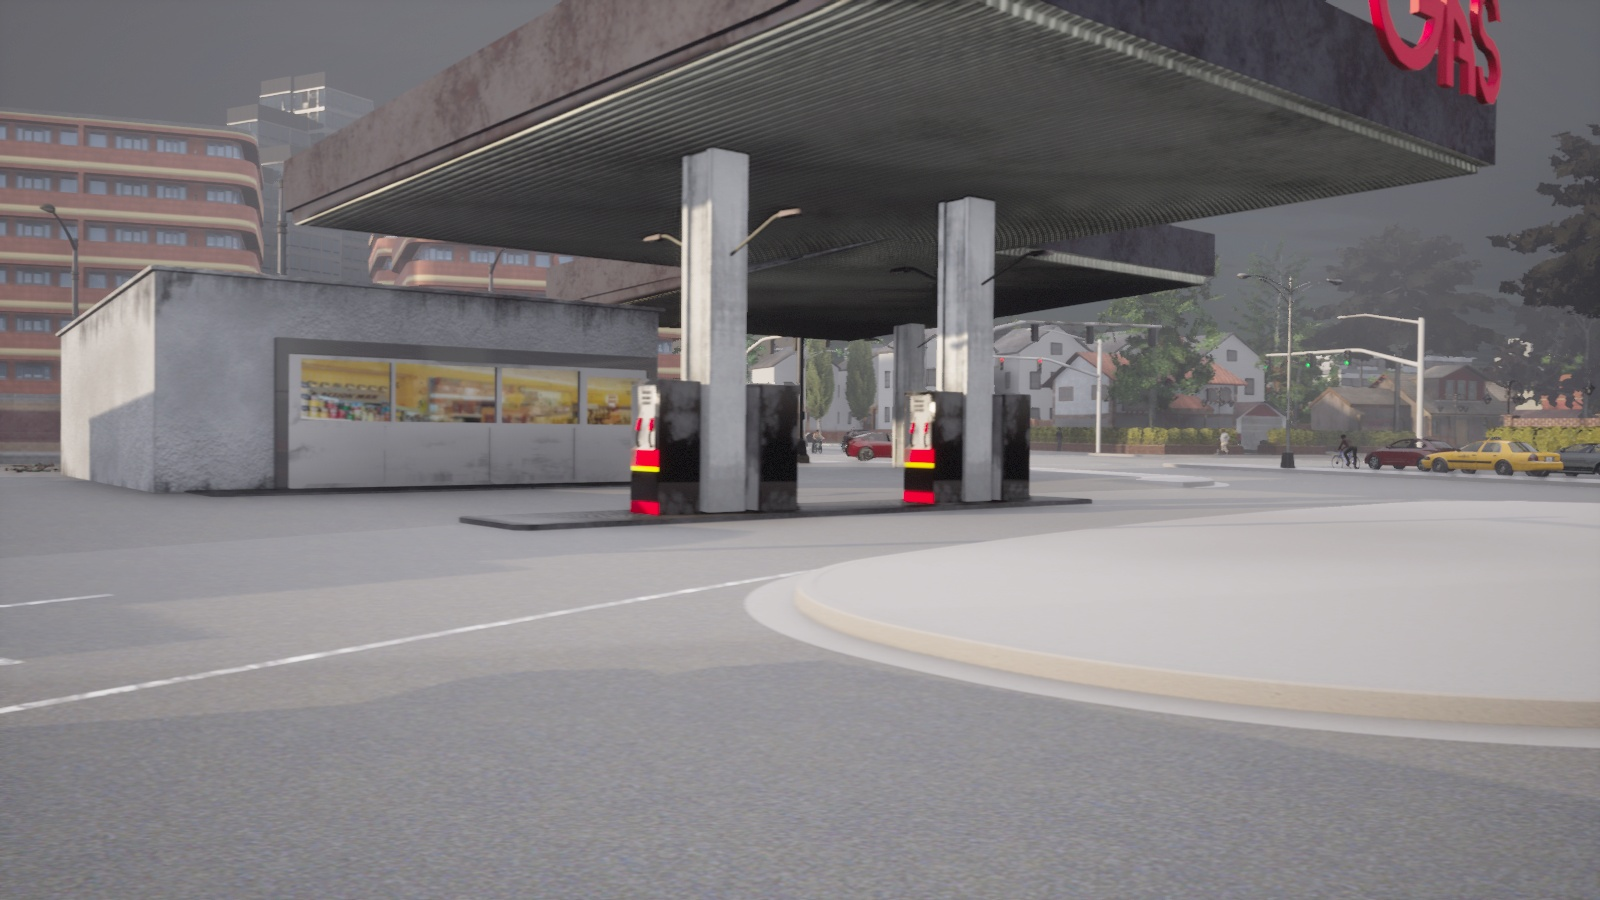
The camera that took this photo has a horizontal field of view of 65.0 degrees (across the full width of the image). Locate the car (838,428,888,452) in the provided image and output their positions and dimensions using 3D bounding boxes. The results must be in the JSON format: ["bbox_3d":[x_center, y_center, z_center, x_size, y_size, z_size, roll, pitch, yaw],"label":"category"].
[{"bbox_3d":[4.271,-0.684,85.219,1.851,1.617,3.988,-1,1,-22],"label":"car"}]

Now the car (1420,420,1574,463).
[{"bbox_3d":[27.336,-0.339,49.506,1.801,1.575,5.366,-1,1,-22],"label":"car"}]

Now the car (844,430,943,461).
[{"bbox_3d":[4.718,-0.255,63.981,4.792,1.488,2.163,-1,1,-2],"label":"car"}]

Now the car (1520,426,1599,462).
[{"bbox_3d":[31.079,-0.257,49.611,1.994,1.385,4.181,-1,1,-23],"label":"car"}]

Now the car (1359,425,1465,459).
[{"bbox_3d":[27.917,-0.395,57.409,1.816,1.474,4.193,-1,1,-22],"label":"car"}]

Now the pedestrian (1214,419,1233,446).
[{"bbox_3d":[29.641,-1.240,87.951,0.900,1.855,0.874,-1,1,-23],"label":"pedestrian"}]
